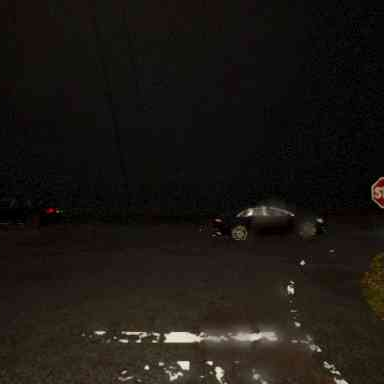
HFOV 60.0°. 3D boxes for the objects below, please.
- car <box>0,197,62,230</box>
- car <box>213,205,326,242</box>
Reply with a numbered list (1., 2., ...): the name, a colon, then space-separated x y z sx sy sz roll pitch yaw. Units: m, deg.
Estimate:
1. car: -11.504 1.409 21.970 5.566 2.045 2.150 -1 -3 1
2. car: 3.374 1.344 14.939 4.902 1.511 2.128 -3 -1 -1
